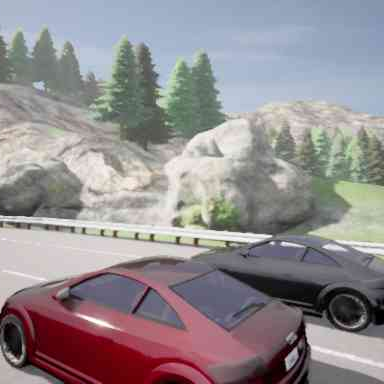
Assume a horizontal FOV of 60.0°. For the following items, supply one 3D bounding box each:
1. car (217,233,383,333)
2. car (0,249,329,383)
[{"bbox_3d":[1.844,1.550,6.828,4.181,1.385,1.994,0,0,35],"label":"car"},{"bbox_3d":[-0.690,1.558,4.325,4.181,1.385,1.994,0,0,35],"label":"car"}]
